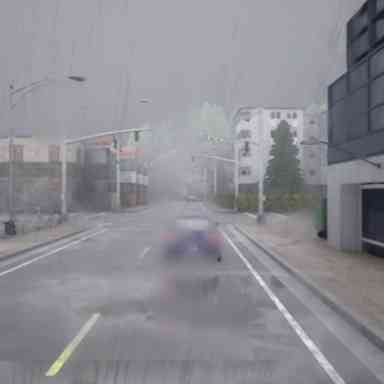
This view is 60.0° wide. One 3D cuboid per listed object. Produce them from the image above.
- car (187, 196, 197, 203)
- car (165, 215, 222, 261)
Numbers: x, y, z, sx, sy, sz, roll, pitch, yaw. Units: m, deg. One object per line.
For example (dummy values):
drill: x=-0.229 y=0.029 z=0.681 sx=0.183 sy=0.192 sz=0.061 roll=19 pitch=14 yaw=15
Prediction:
car: x=-0.015 y=1.526 z=70.862 sx=1.812 sy=1.442 sz=4.674 roll=0 pitch=0 yaw=0
car: x=0.054 y=1.550 z=12.221 sx=1.812 sy=1.442 sz=4.674 roll=0 pitch=0 yaw=0
